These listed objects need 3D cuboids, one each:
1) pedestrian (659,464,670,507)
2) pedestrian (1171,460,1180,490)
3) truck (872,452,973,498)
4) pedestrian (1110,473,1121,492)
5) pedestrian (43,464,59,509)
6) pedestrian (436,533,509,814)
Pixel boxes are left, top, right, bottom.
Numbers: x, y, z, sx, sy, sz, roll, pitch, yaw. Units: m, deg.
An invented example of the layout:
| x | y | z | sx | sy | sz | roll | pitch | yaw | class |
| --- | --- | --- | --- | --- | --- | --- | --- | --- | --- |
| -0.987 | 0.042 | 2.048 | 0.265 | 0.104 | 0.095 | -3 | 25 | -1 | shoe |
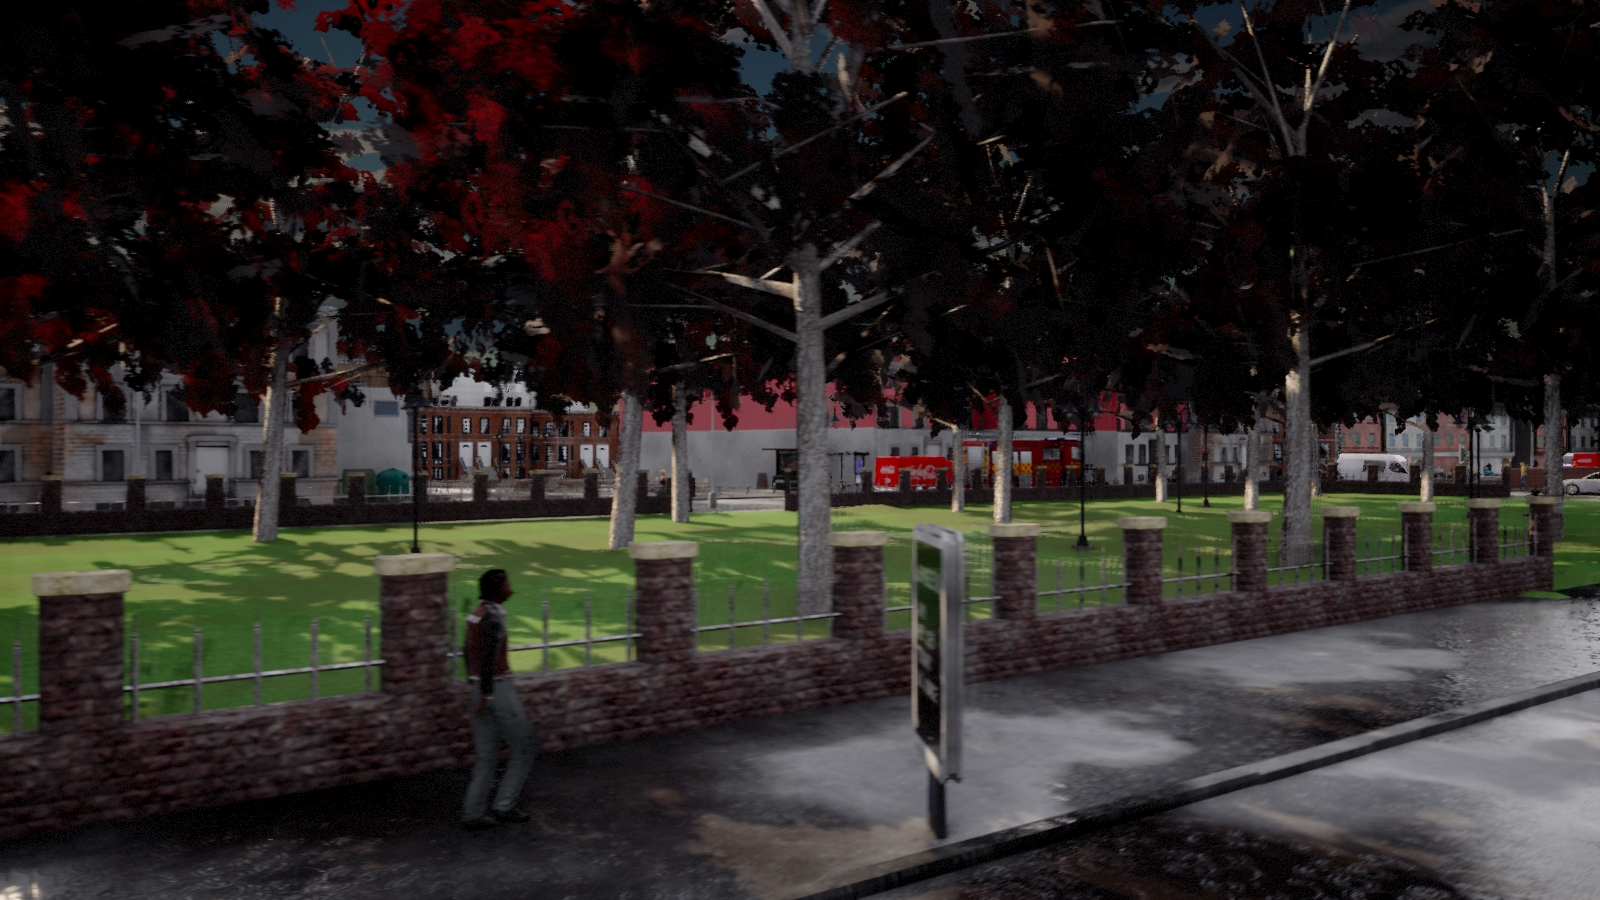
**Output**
| x | y | z | sx | sy | sz | roll | pitch | yaw | class |
| --- | --- | --- | --- | --- | --- | --- | --- | --- | --- |
| -5.903 | 1.527 | 49.740 | 0.375 | 1.860 | 0.375 | 0 | 0 | -35 | pedestrian |
| 23.056 | 1.525 | 70.062 | 0.375 | 1.860 | 0.375 | 0 | 0 | -36 | pedestrian |
| 6.952 | 1.353 | 64.624 | 5.204 | 2.467 | 2.627 | 0 | 0 | -35 | truck |
| 18.474 | 1.907 | 66.858 | 0.500 | 1.100 | 0.500 | 0 | 0 | 34 | pedestrian |
| -30.933 | 1.510 | 47.187 | 0.375 | 1.860 | 0.375 | 0 | 0 | 10 | pedestrian |
| -2.287 | 1.525 | 7.974 | 0.375 | 1.860 | 0.375 | 0 | 0 | -39 | pedestrian |
